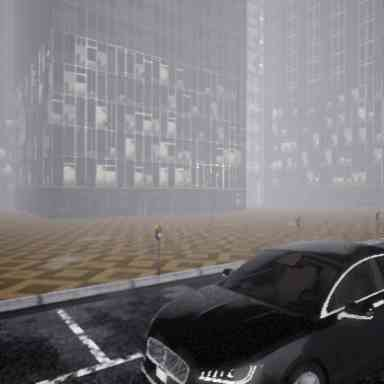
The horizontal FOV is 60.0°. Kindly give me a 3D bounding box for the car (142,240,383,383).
[{"bbox_3d":[1.691,1.503,4.579,4.892,1.490,1.837,0,0,-35],"label":"car"}]
